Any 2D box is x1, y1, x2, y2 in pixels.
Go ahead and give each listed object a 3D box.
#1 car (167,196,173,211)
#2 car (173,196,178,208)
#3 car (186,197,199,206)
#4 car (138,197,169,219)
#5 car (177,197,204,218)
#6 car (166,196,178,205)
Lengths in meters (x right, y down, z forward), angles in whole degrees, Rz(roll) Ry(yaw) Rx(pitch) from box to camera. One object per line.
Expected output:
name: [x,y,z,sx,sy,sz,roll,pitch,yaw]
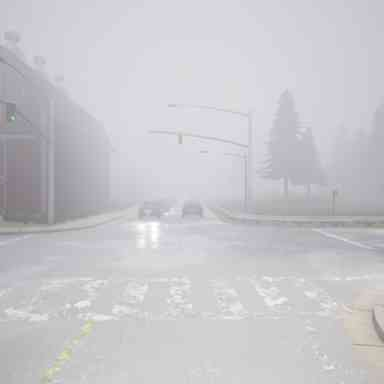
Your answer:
car: [-3.555,1.505,39.067,1.837,1.490,4.892,0,0,0]
car: [-3.539,1.526,49.332,1.812,1.442,4.674,0,0,0]
car: [0.062,1.547,55.877,2.033,1.411,5.357,0,0,0]
car: [-3.568,1.491,29.596,2.128,1.511,4.902,0,0,0]
car: [0.033,1.492,30.411,2.128,1.511,4.902,0,0,0]
car: [-3.486,1.478,59.820,1.882,1.535,5.008,0,0,0]
